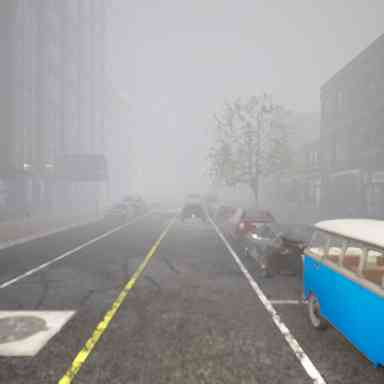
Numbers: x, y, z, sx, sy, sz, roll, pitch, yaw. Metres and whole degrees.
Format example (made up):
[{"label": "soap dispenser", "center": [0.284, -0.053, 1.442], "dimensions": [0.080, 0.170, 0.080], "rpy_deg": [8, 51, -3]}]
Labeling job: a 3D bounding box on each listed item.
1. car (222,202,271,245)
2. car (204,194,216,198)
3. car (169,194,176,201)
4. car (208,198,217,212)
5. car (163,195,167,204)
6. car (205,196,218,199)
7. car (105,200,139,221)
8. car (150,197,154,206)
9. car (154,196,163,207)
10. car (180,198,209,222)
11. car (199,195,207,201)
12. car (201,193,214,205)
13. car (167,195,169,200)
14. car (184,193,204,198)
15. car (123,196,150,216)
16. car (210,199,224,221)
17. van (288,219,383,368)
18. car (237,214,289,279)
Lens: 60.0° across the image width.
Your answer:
[{"label": "car", "center": [2.703, 1.423, 15.340], "dimensions": [1.967, 1.590, 4.097], "rpy_deg": [1, 0, 0]}, {"label": "car", "center": [2.705, 1.240, 48.617], "dimensions": [2.192, 1.841, 5.009], "rpy_deg": [1, 0, 0]}, {"label": "car", "center": [-5.679, 1.410, 81.891], "dimensions": [1.947, 1.339, 4.313], "rpy_deg": [1, 0, 0]}, {"label": "car", "center": [2.701, 1.539, 31.980], "dimensions": [1.802, 1.307, 4.206], "rpy_deg": [1, 0, 0]}, {"label": "car", "center": [-5.680, 1.479, 54.163], "dimensions": [1.947, 1.339, 4.313], "rpy_deg": [1, 0, 0]}, {"label": "car", "center": [2.702, 1.472, 37.695], "dimensions": [1.752, 1.417, 4.829], "rpy_deg": [1, 0, 0]}, {"label": "car", "center": [-5.679, 1.548, 26.432], "dimensions": [1.802, 1.307, 4.206], "rpy_deg": [1, 0, 0]}, {"label": "car", "center": [-5.678, 1.473, 37.353], "dimensions": [1.752, 1.417, 4.829], "rpy_deg": [1, 0, 0]}, {"label": "car", "center": [-5.679, 1.451, 48.445], "dimensions": [1.752, 1.417, 4.829], "rpy_deg": [1, 0, 0]}, {"label": "car", "center": [0.100, 1.470, 26.197], "dimensions": [1.837, 1.490, 4.892], "rpy_deg": [0, 0, 0]}, {"label": "car", "center": [2.701, 1.410, 81.894], "dimensions": [1.947, 1.339, 4.313], "rpy_deg": [1, 0, 0]}, {"label": "car", "center": [2.705, 1.216, 59.710], "dimensions": [2.192, 1.841, 5.009], "rpy_deg": [1, 0, 0]}, {"label": "car", "center": [-5.679, 1.427, 59.538], "dimensions": [1.752, 1.417, 4.829], "rpy_deg": [1, 0, 0]}, {"label": "car", "center": [0.100, 1.157, 43.467], "dimensions": [2.150, 2.045, 5.566], "rpy_deg": [0, 0, 0]}, {"label": "car", "center": [-5.675, 1.272, 31.977], "dimensions": [2.192, 1.841, 5.009], "rpy_deg": [1, 0, 0]}, {"label": "car", "center": [2.702, 1.511, 26.434], "dimensions": [1.887, 1.381, 4.507], "rpy_deg": [1, 0, 0]}, {"label": "van", "center": [2.704, 1.337, 4.248], "dimensions": [1.690, 1.788, 3.998], "rpy_deg": [1, 0, 0]}, {"label": "car", "center": [2.701, 1.555, 9.795], "dimensions": [1.947, 1.339, 4.313], "rpy_deg": [1, 0, 0]}]
